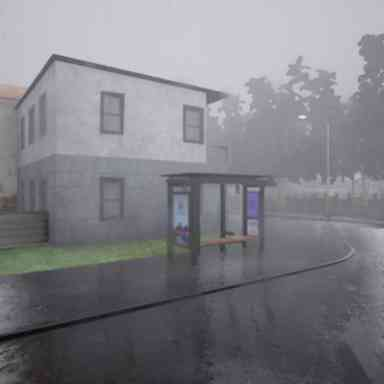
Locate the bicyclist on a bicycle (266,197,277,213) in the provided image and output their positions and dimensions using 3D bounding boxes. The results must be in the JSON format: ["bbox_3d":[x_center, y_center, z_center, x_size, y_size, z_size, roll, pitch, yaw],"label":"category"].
[{"bbox_3d":[7.862,1.295,32.935,1.656,1.620,0.582,-1,0,-35],"label":"bicyclist on a bicycle"}]
